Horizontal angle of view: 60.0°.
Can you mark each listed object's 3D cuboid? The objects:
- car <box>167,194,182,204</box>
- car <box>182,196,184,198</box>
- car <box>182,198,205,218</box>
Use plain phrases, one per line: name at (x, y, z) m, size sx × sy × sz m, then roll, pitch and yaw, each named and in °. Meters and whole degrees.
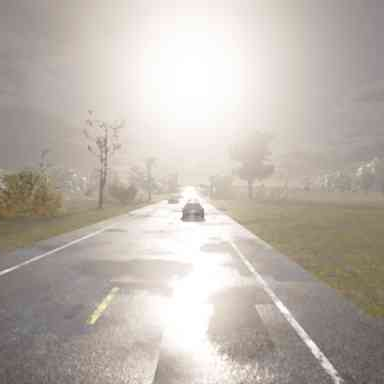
car at (-3.555, 1.301, 63.506) m, size 2.097 × 1.767 × 4.553 m, roll 0°, pitch 0°, yaw 0°
car at (0.075, 1.517, 43.961) m, size 2.033 × 1.411 × 5.357 m, roll 0°, pitch 0°, yaw 0°
car at (0.090, 1.546, 29.751) m, size 1.994 × 1.385 × 4.181 m, roll 0°, pitch 0°, yaw -1°
